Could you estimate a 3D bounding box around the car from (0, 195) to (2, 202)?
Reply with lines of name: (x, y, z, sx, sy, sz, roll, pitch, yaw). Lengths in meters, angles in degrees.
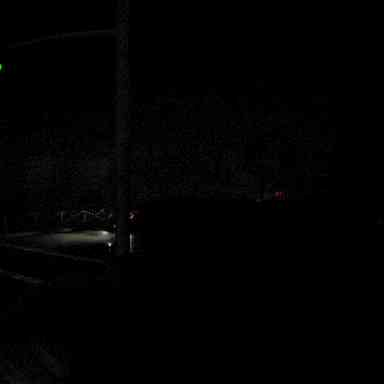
car: (-41.403, 1.298, 67.525, 2.007, 1.523, 4.514, 0, 0, 35)

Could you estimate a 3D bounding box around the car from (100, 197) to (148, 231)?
car: (-3.034, 1.352, 20.545, 2.097, 1.767, 4.553, 0, 0, 35)

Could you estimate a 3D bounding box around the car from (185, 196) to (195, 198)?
car: (-0.769, 1.374, 48.146, 1.845, 1.501, 3.633, 0, 0, 35)

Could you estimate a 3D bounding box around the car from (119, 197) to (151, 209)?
car: (-7.488, 1.384, 43.809, 1.970, 1.475, 3.806, 0, 0, 35)

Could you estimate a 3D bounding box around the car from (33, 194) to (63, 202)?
car: (-28.916, 1.154, 67.722, 2.152, 1.636, 5.027, 0, 0, 35)

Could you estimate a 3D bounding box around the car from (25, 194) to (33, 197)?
car: (-34.342, 1.232, 71.164, 1.970, 1.475, 3.806, 0, 0, 35)

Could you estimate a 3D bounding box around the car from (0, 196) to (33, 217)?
car: (-15.798, 1.340, 26.888, 2.007, 1.523, 4.514, 0, 0, 35)

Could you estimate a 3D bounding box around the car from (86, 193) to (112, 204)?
car: (-15.861, 1.097, 58.991, 1.932, 1.855, 4.605, 0, 0, 35)

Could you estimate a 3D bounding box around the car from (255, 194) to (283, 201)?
car: (8.436, 1.221, 37.032, 2.150, 2.045, 5.566, 0, 0, 35)

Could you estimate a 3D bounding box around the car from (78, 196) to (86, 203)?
car: (-18.471, 1.077, 60.333, 1.905, 1.878, 3.866, 0, 0, 35)
